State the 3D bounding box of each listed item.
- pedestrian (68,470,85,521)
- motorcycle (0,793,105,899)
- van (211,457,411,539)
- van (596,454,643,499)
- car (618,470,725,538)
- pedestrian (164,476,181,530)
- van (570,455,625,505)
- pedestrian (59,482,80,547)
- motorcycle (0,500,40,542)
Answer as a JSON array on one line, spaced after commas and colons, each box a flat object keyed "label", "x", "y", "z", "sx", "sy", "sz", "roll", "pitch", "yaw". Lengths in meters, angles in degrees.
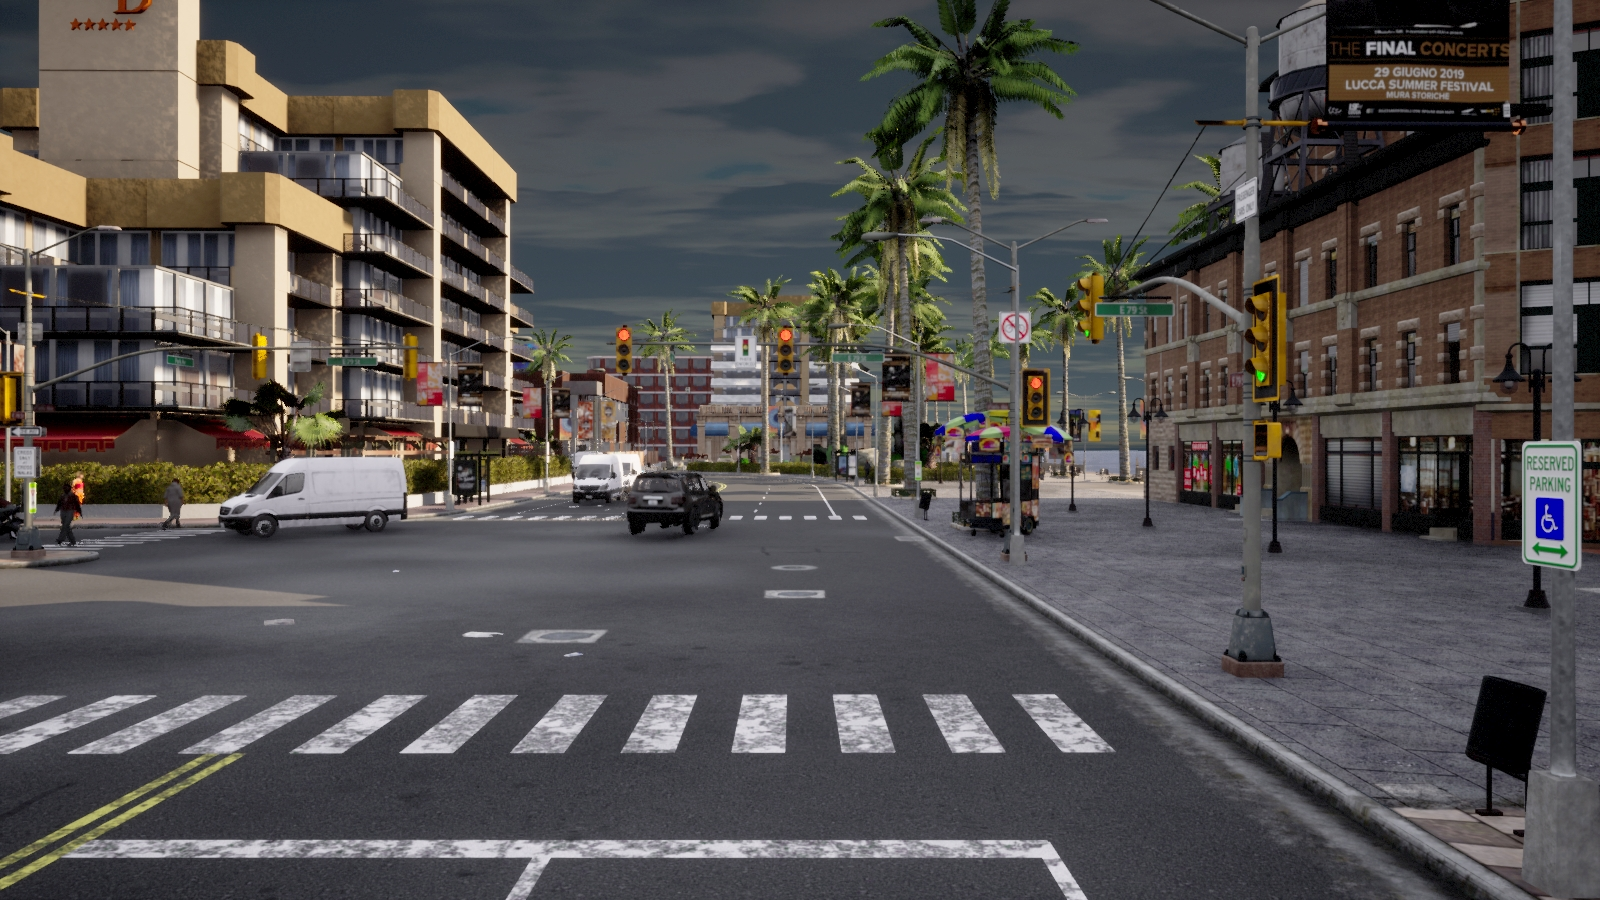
[{"label": "pedestrian", "x": -26.960, "y": 1.697, "z": 42.583, "sx": 0.375, "sy": 1.860, "sz": 0.375, "roll": 0, "pitch": 0, "yaw": 6}, {"label": "motorcycle", "x": -3.737, "y": 2.213, "z": 4.447, "sx": 0.803, "sy": 1.145, "sz": 2.033, "roll": 0, "pitch": 0, "yaw": 1}, {"label": "van", "x": -16.448, "y": 1.534, "z": 38.732, "sx": 5.915, "sy": 2.561, "sz": 1.988, "roll": 0, "pitch": 0, "yaw": -44}, {"label": "van", "x": -10.879, "y": 1.535, "z": 69.162, "sx": 1.988, "sy": 2.561, "sz": 5.915, "roll": 0, "pitch": 0, "yaw": -1}, {"label": "car", "x": -4.297, "y": 1.780, "z": 39.327, "sx": 2.150, "sy": 2.045, "sz": 5.566, "roll": 0, "pitch": 0, "yaw": 10}, {"label": "pedestrian", "x": -22.030, "y": 1.848, "z": 40.122, "sx": 0.375, "sy": 1.860, "sz": 0.375, "roll": 0, "pitch": 0, "yaw": 8}, {"label": "van", "x": -10.828, "y": 1.534, "z": 61.502, "sx": 1.988, "sy": 2.561, "sz": 5.915, "roll": 0, "pitch": 0, "yaw": 0}, {"label": "pedestrian", "x": -20.966, "y": 1.849, "z": 32.779, "sx": 0.375, "sy": 1.860, "sz": 0.375, "roll": 0, "pitch": 0, "yaw": -3}, {"label": "motorcycle", "x": -25.137, "y": 2.205, "z": 35.668, "sx": 2.209, "sy": 1.251, "sz": 0.867, "roll": 0, "pitch": 0, "yaw": -4}]
